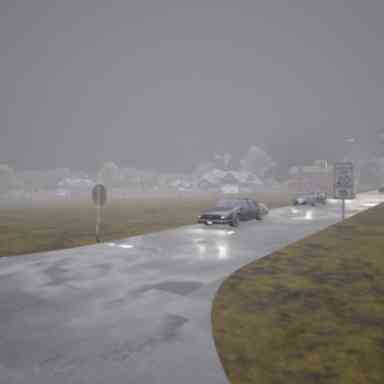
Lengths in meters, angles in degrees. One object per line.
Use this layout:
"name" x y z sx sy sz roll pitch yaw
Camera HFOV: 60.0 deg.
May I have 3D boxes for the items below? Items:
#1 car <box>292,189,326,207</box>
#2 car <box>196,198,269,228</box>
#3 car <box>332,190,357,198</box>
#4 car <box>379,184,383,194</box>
"car" 10.299 0.483 29.104 2.128 1.511 4.902 0 2 36
"car" 2.438 1.028 18.458 2.033 1.411 5.357 0 2 37
"car" 18.237 0.045 39.779 1.812 1.442 4.674 0 2 37
"car" 29.320 -0.511 49.907 1.882 1.535 5.008 0 2 36
